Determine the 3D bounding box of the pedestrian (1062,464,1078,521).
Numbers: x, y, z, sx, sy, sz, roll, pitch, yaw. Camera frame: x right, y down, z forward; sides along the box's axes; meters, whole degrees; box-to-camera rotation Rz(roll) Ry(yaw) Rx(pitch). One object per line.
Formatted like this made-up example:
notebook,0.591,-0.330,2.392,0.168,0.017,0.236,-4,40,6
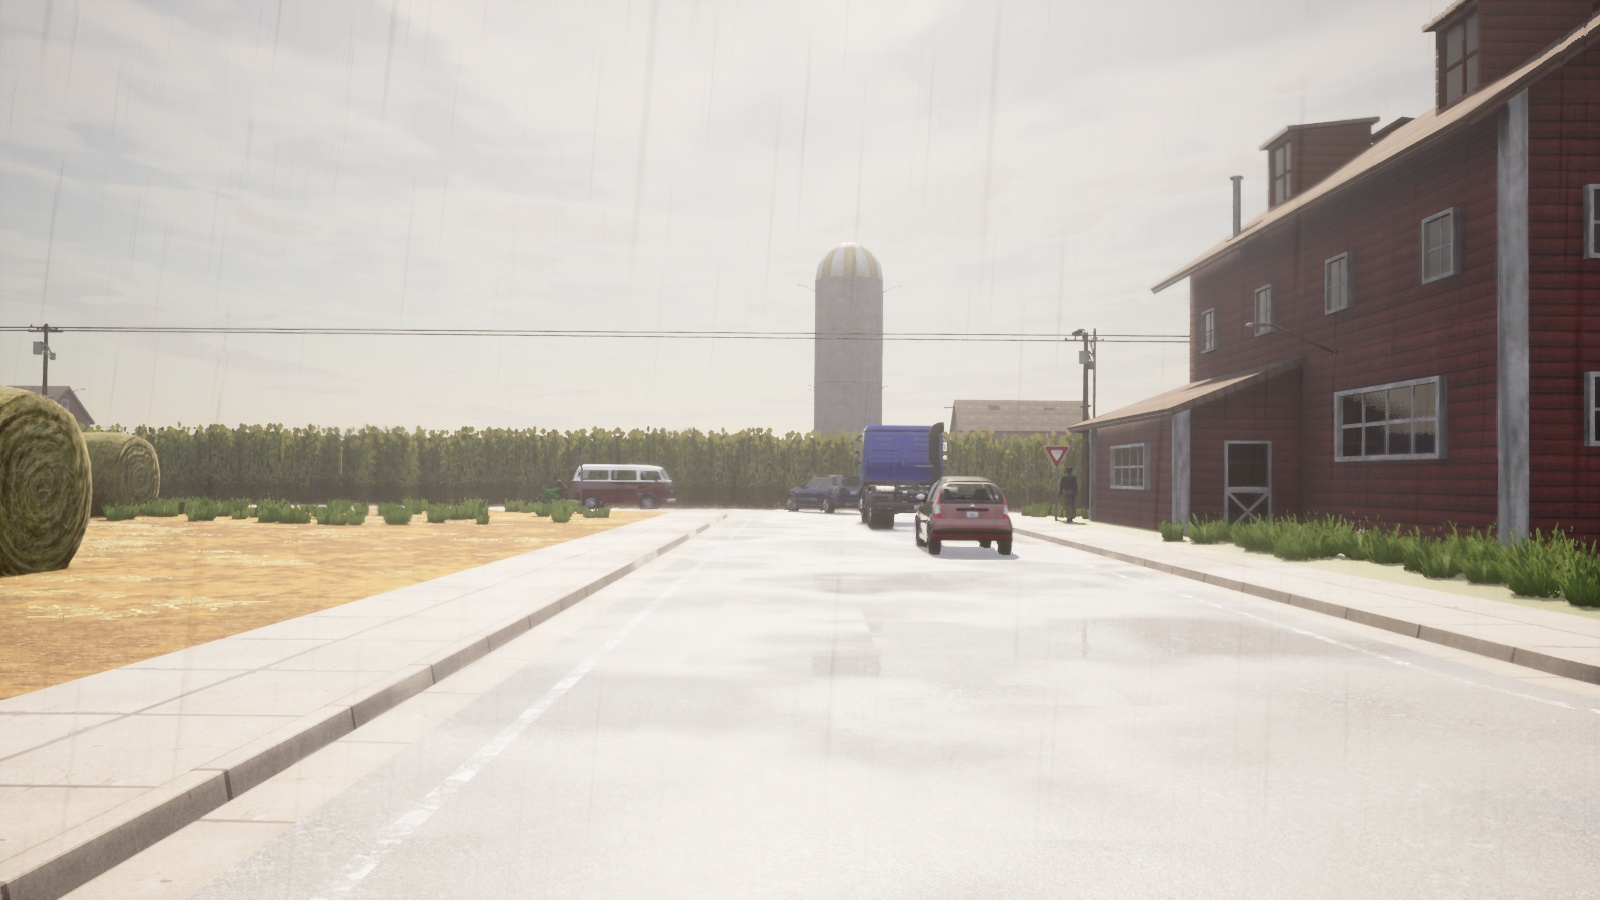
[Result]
pedestrian,8.761,1.362,40.788,0.370,1.835,0.726,0,-1,22

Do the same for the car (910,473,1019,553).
car,3.507,1.308,27.416,1.851,1.617,3.988,0,-1,0

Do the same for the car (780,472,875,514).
car,1.165,1.876,55.427,2.097,1.767,4.553,1,-2,-31

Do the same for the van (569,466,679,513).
van,-7.655,1.718,54.818,4.480,2.038,2.069,0,-1,1

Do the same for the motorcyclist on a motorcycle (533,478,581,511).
motorcyclist on a motorcycle,-11.275,2.044,58.367,2.044,1.523,0.797,0,-1,1

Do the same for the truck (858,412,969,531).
truck,3.506,0.709,40.790,2.891,3.462,7.936,0,-1,0
